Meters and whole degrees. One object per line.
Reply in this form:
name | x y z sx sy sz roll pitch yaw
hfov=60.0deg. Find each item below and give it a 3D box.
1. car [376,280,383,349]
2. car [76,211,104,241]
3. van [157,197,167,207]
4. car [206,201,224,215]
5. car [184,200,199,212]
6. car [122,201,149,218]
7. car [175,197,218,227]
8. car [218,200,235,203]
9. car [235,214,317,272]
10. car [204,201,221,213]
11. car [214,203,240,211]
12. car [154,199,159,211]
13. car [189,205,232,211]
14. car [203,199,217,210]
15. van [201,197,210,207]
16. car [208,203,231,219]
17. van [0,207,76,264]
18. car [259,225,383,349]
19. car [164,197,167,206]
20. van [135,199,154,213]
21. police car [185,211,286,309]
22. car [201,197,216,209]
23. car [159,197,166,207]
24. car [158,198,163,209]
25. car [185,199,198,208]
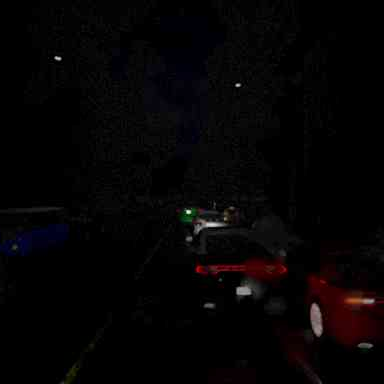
car | 2.761 1.554 0.983 1.887 1.381 4.507 0 0 0
car | -5.794 1.701 17.280 2.008 1.369 4.403 0 0 0
van | -5.884 1.931 66.218 1.690 1.788 3.998 0 -1 0
car | 2.691 1.868 39.214 1.752 1.417 4.829 0 -1 0
car | -0.071 1.882 46.076 1.882 1.535 5.008 0 -1 0
car | -5.824 1.859 33.591 1.947 1.339 4.313 0 -1 0
car | 0.295 1.433 24.373 2.150 2.045 5.566 0 -1 11
car | 2.711 1.560 28.172 2.192 1.841 5.009 0 -1 0
car | 2.741 1.629 12.028 1.752 1.417 4.829 0 0 0
car | 2.682 1.935 44.482 1.887 1.381 4.507 0 -1 0
car | 2.721 1.724 22.902 1.752 1.417 4.829 0 -1 0
car | -5.843 1.914 44.297 1.752 1.417 4.829 0 -1 0
car | 0.868 1.683 18.121 1.812 1.442 4.674 0 0 0
car | 2.672 1.879 49.920 1.967 1.590 4.097 0 -1 0
van | 2.642 1.930 66.233 1.690 1.788 3.998 0 -1 0
car | 2.702 1.844 33.607 2.008 1.369 4.403 0 -1 0
van | -5.784 1.444 11.844 1.690 1.788 3.998 0 0 0
car | 2.751 1.601 6.420 1.887 1.381 4.507 0 0 0
car | -5.874 1.980 60.779 1.967 1.590 4.097 0 -1 0
van | -5.834 1.683 39.031 1.690 1.788 3.998 0 -1 0
police car | 0.876 1.498 8.232 1.930 1.638 5.238 0 0 0
car | 2.661 1.804 55.359 2.192 1.841 5.009 0 -1 0
car | -5.863 2.013 55.171 1.752 1.417 4.829 0 -1 0
car | -5.853 2.006 49.903 1.947 1.339 4.313 0 -1 0
car | -0.108 2.022 59.891 2.128 1.511 4.902 0 -1 0
